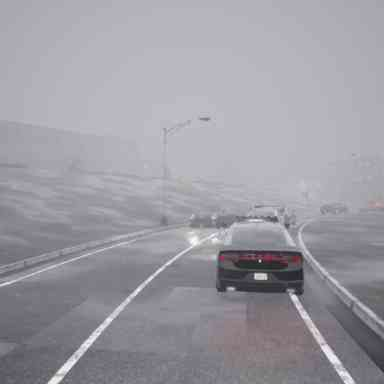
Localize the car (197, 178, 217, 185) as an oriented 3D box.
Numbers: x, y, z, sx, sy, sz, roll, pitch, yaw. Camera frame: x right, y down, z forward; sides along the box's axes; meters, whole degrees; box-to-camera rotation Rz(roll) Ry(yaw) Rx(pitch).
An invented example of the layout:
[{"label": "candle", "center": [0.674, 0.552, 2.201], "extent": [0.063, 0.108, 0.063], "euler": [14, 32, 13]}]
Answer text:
[{"label": "car", "center": [1.943, -1.825, 63.480], "extent": [4.553, 1.767, 2.185], "euler": [4, -6, -44]}]

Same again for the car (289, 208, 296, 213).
[{"label": "car", "center": [6.134, 1.693, 23.519], "extent": [1.837, 1.490, 4.892], "euler": [-2, -1, 24]}]

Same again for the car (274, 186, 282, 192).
[{"label": "car", "center": [20.627, -0.417, 84.158], "extent": [2.435, 2.045, 5.566], "euler": [-3, -6, 40]}]

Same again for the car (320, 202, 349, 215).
[{"label": "car", "center": [17.850, 2.050, 41.595], "extent": [4.892, 1.490, 1.837], "euler": [1, -4, -41]}]

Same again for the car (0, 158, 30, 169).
[{"label": "car", "center": [-22.682, -3.284, 41.450], "extent": [4.553, 1.767, 2.185], "euler": [3, -5, -41]}]

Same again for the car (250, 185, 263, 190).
[{"label": "car", "center": [13.363, -0.837, 75.580], "extent": [2.231, 1.521, 4.892], "euler": [-4, -6, 42]}]

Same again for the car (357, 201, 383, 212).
[{"label": "car", "center": [27.242, 2.117, 49.757], "extent": [4.553, 1.767, 2.097], "euler": [2, -4, -39]}]

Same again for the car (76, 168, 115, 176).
[{"label": "car", "center": [-14.382, -2.726, 48.558], "extent": [4.892, 1.521, 2.231], "euler": [3, -5, -41]}]

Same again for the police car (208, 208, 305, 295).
[{"label": "police car", "center": [1.748, 1.458, 9.038], "extent": [1.930, 1.638, 5.238], "euler": [-1, 0, 9]}]

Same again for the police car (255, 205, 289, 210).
[{"label": "police car", "center": [4.060, 1.544, 18.299], "extent": [1.930, 1.638, 5.238], "euler": [-1, -1, 19]}]

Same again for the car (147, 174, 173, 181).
[{"label": "car", "center": [-6.066, -2.199, 55.842], "extent": [4.674, 1.452, 2.002], "euler": [4, -6, -42]}]

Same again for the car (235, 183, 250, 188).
[{"label": "car", "center": [9.732, -1.086, 71.561], "extent": [2.002, 1.452, 4.674], "euler": [-4, -6, 43]}]

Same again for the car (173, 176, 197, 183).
[{"label": "car", "center": [-2.012, -1.972, 59.624], "extent": [5.008, 1.535, 2.097], "euler": [4, -6, -43]}]

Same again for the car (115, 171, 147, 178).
[{"label": "car", "center": [-10.200, -2.495, 52.154], "extent": [4.892, 1.521, 2.231], "euler": [3, -5, -41]}]

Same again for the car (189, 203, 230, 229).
[{"label": "car", "center": [1.507, 1.644, 23.818], "extent": [2.097, 1.767, 4.553], "euler": [-2, -2, 24]}]

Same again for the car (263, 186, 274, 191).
[{"label": "car", "center": [17.042, -0.640, 79.847], "extent": [2.185, 1.767, 4.553], "euler": [-4, -6, 41]}]

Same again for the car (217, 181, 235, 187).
[{"label": "car", "center": [5.948, -1.380, 67.554], "extent": [2.163, 1.488, 4.792], "euler": [-4, -6, 44]}]

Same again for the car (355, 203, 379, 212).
[{"label": "car", "center": [29.641, 2.626, 56.238], "extent": [4.674, 1.442, 1.812], "euler": [2, -4, -39]}]
